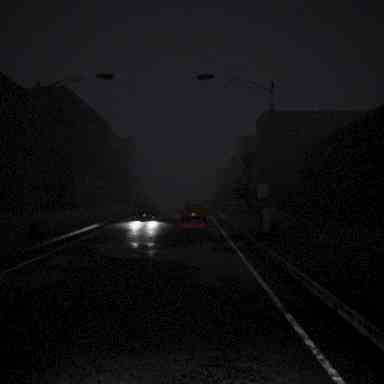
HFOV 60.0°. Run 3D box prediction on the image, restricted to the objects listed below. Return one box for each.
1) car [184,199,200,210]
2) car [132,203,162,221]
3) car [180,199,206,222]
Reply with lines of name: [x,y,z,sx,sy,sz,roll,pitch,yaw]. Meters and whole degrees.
car: [-0.041,1.576,43.018,1.994,1.385,4.181,0,0,-1]
car: [-3.589,1.572,26.988,1.994,1.385,4.181,0,0,0]
car: [0.091,1.486,26.748,1.882,1.535,5.008,0,0,0]
